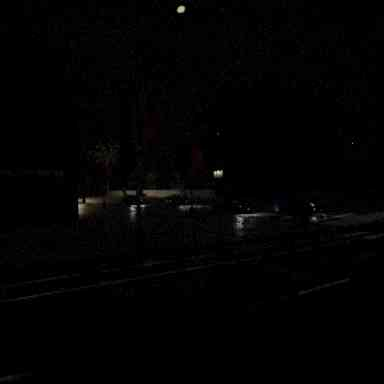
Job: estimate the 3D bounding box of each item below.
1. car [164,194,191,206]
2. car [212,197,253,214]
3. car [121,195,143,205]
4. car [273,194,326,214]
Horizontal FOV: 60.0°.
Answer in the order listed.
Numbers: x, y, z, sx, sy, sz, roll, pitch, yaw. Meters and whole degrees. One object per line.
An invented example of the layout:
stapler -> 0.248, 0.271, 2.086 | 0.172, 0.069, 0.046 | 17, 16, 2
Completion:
car -> -2.086, 1.042, 45.963 | 2.128, 1.511, 4.902 | -3, 2, -35
car -> 3.763, 1.265, 31.999 | 1.812, 1.442, 4.674 | -3, 2, -35
car -> -9.157, 1.189, 50.452 | 1.837, 1.490, 4.892 | -3, 1, -35
car -> 9.477, 0.956, 29.602 | 2.097, 1.767, 4.553 | -3, 2, -37
